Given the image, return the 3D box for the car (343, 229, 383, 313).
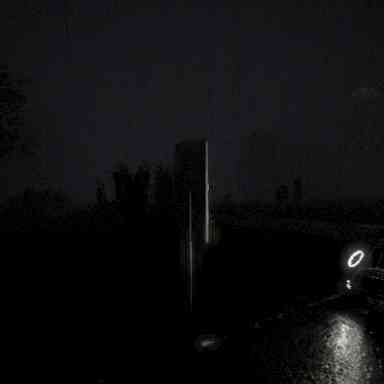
[{"bbox_3d":[4.956,1.164,6.480,4.553,1.767,2.097,-2,1,-35],"label":"car"}]
